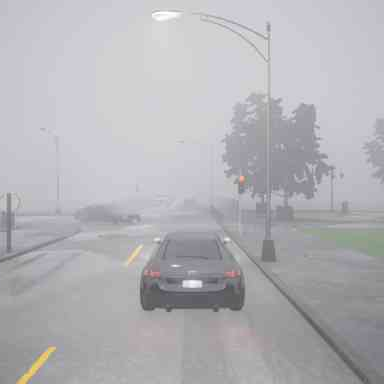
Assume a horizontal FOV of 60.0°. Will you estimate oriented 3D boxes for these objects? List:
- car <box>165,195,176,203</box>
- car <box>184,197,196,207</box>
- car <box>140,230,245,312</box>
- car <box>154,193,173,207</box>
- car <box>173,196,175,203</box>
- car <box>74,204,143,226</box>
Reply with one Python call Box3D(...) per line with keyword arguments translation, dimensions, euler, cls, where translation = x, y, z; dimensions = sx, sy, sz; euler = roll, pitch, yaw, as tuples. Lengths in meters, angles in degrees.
Box3D(translation=(-4.554, 1.525, 71.489), dimensions=(2.128, 1.511, 4.902), euler=(0, 0, 0), cls="car")
Box3D(translation=(-0.300, 1.477, 52.755), dimensions=(1.882, 1.535, 5.008), euler=(0, 0, -1), cls="car")
Box3D(translation=(0.004, 1.564, 7.779), dimensions=(1.994, 1.385, 4.181), euler=(0, 0, 0), cls="car")
Box3D(translation=(-4.495, 1.221, 50.995), dimensions=(2.150, 2.045, 5.566), euler=(0, 0, -1), cls="car")
Box3D(translation=(-4.537, 1.547, 61.247), dimensions=(2.033, 1.411, 5.357), euler=(0, 0, 0), cls="car")
Box3D(translation=(-6.022, 1.547, 23.514), dimensions=(5.357, 1.411, 2.033), euler=(0, 0, 33), cls="car")
